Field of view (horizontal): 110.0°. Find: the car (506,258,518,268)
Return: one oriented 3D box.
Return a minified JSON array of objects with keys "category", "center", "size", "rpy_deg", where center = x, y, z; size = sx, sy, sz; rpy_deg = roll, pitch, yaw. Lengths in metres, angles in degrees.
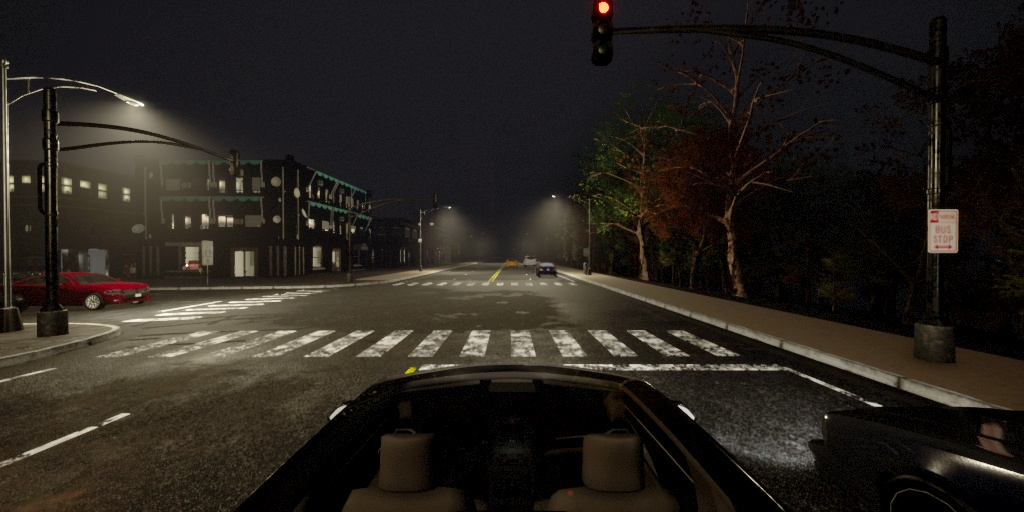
[{"category":"car","center":[-0.015,1.205,60.674],"size":[1.882,1.535,5.008],"rpy_deg":[0,0,0]}]

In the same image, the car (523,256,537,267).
[{"category":"car","center":[3.230,0.947,63.341],"size":[2.150,2.045,5.566],"rpy_deg":[0,0,0]}]

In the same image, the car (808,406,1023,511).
[{"category":"car","center":[3.353,1.298,0.426],"size":[2.033,1.411,5.357],"rpy_deg":[0,0,0]}]

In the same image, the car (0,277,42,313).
[{"category":"car","center":[-19.968,1.565,12.541],"size":[4.313,1.339,1.948],"rpy_deg":[0,0,0]}]

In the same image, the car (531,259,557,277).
[{"category":"car","center":[3.286,1.286,35.231],"size":[2.033,1.411,5.357],"rpy_deg":[0,0,0]}]

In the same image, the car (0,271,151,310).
[{"category":"car","center":[-18.448,1.431,15.264],"size":[5.008,1.535,1.882],"rpy_deg":[-1,1,-1]}]
